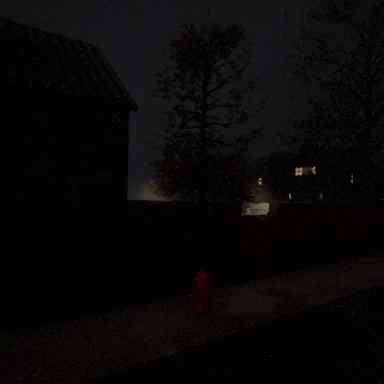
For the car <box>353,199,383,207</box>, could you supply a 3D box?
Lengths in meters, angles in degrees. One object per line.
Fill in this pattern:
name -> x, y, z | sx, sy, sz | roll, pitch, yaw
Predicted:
car -> 11.746, 1.484, 21.510 | 2.150, 2.045, 5.566 | 2, -2, -35
